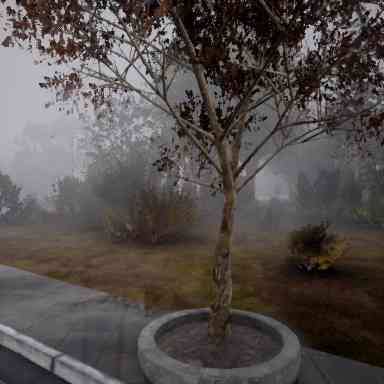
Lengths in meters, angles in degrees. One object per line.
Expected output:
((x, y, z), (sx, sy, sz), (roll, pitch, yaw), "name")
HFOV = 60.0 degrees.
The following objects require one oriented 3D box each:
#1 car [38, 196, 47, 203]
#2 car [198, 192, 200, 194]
((-20.708, 1.231, 46.156), (1.994, 1.385, 4.181), (1, 0, 32), "car")
((0.903, 0.971, 60.271), (2.150, 2.045, 5.566), (1, 0, 32), "car")
